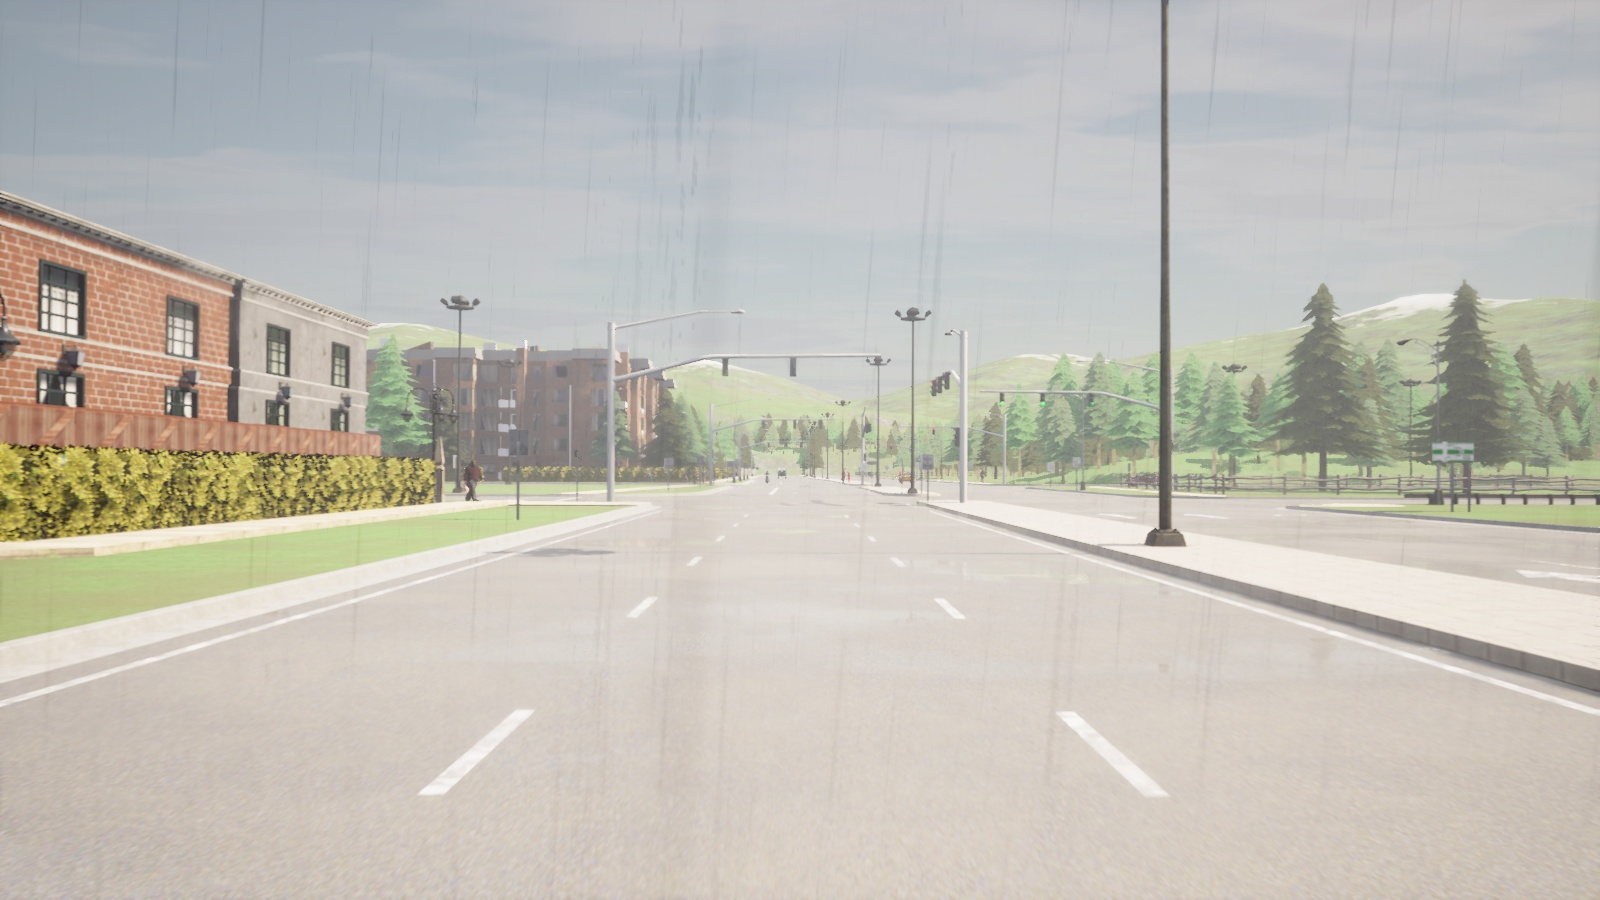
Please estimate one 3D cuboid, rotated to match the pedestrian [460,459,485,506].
[{"bbox_3d":[-13.019,1.302,49.956,0.634,1.844,0.899,1,-1,-41],"label":"pedestrian"}]
